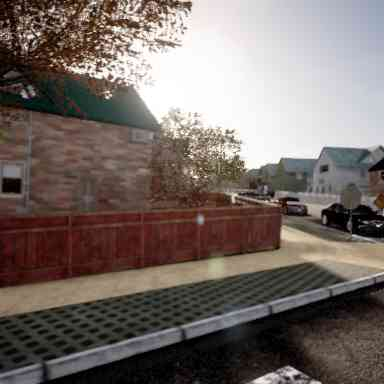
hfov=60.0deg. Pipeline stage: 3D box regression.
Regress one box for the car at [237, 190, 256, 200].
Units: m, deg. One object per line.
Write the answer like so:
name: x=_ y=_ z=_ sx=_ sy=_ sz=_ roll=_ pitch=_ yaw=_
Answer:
car: x=9.530 y=0.469 z=58.694 sx=2.128 sy=1.511 sz=4.902 roll=2 pitch=1 yaw=-3

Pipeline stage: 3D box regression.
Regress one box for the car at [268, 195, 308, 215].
car: x=8.453 y=1.124 z=28.908 sx=1.812 sy=1.442 sz=4.674 roll=2 pitch=1 yaw=-4

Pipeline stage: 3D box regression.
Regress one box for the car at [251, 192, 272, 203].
car: x=10.160 y=0.807 z=48.886 sx=1.895 sy=1.301 sz=4.718 roll=2 pitch=1 yaw=-3

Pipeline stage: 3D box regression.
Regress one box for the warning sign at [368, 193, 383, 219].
warning sign: x=14.042 y=1.017 z=24.719 sx=1.300 sy=1.860 sz=1.060 roll=-1 pitch=-1 yaw=-4

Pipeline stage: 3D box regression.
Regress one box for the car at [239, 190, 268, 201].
car: x=7.683 y=0.745 z=42.077 sx=1.882 sy=1.535 sz=5.008 roll=2 pitch=2 yaw=-3

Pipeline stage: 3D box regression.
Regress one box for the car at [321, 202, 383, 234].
car: x=9.051 y=1.366 z=18.817 sx=1.837 sy=1.490 sz=4.892 roll=2 pitch=1 yaw=-3
